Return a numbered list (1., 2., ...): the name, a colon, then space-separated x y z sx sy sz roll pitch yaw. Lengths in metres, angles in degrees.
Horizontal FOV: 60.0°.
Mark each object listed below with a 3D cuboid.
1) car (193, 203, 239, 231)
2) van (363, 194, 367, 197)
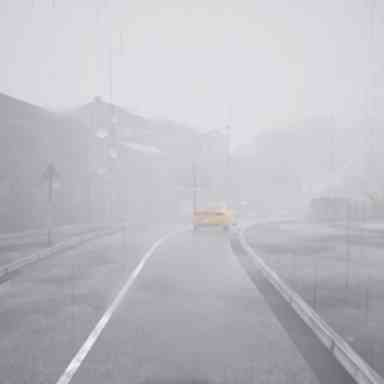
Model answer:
1. car: 1.514 1.375 19.777 1.882 1.535 5.008 -1 -1 16
2. van: 23.650 1.195 41.790 1.878 1.987 4.442 -3 -1 -12
